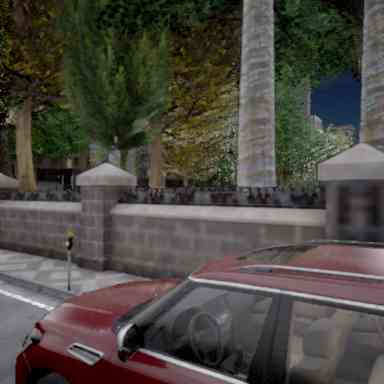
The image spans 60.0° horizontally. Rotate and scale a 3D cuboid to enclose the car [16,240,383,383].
[{"bbox_3d":[0.805,1.316,2.388,5.009,1.841,2.192,0,0,35],"label":"car"}]
